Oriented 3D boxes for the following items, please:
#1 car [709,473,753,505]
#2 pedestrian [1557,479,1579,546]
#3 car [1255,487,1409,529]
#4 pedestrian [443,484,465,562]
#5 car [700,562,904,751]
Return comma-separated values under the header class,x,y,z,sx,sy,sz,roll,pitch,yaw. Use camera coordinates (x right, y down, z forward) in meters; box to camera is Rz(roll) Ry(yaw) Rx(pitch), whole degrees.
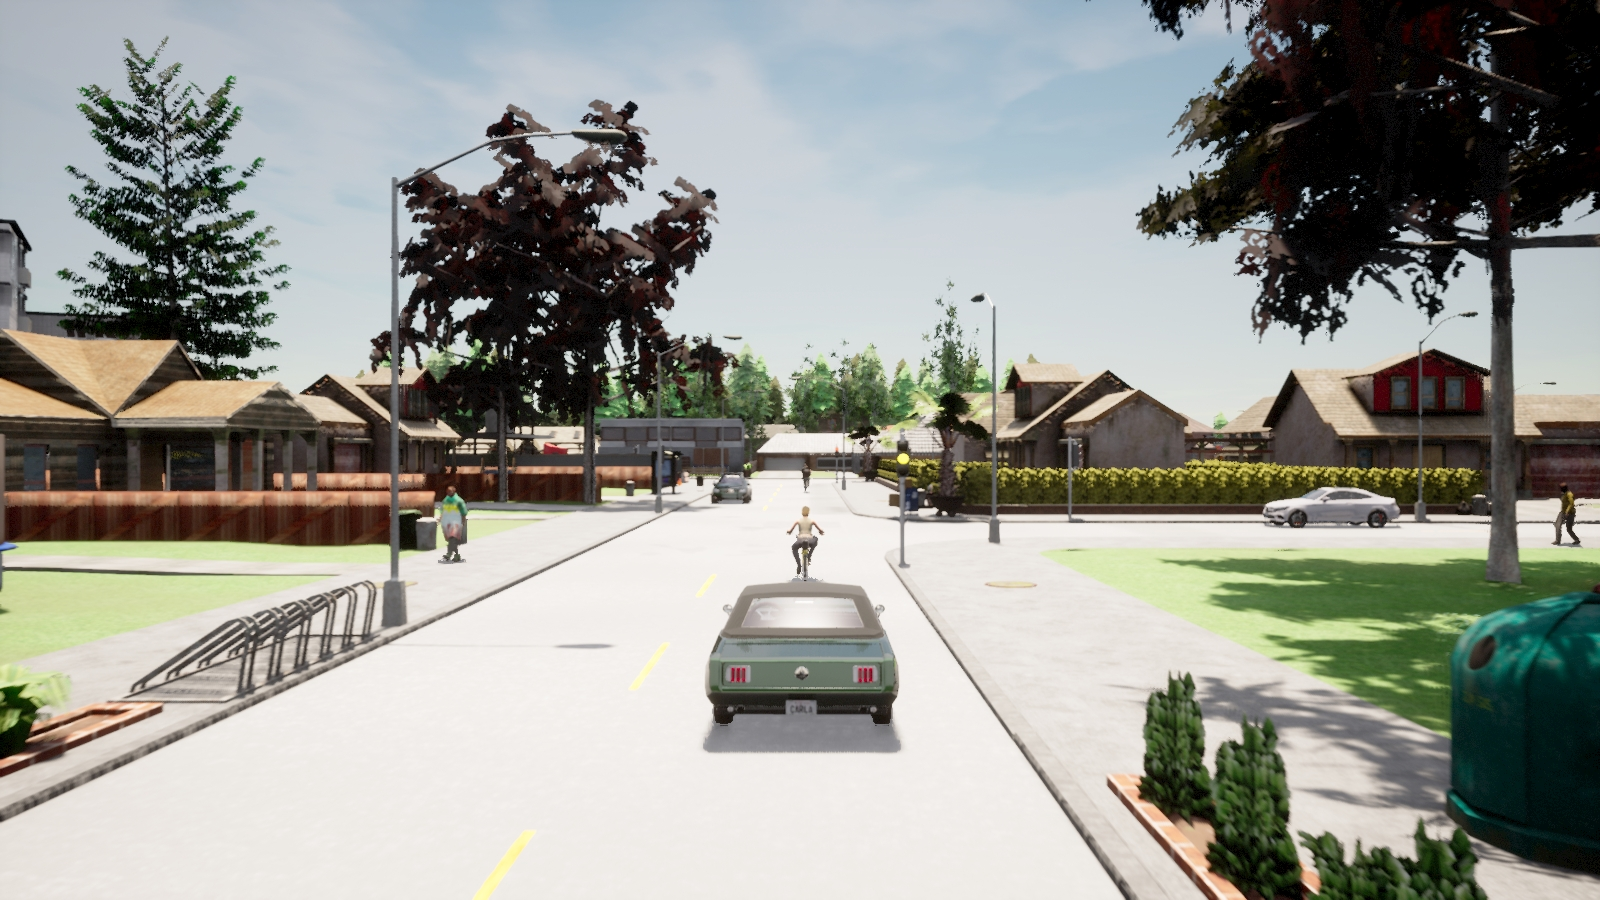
class,x,y,z,sx,sy,sz,roll,pitch,yaw
car,-3.636,2.048,61.202,2.038,1.542,4.974,0,0,0
pedestrian,21.607,1.748,32.158,0.375,1.860,0.375,0,0,0
car,19.374,2.088,41.751,4.674,1.442,2.002,0,0,0
pedestrian,-8.329,1.748,27.511,0.375,1.860,0.375,0,0,12
car,0.041,2.157,13.013,1.895,1.301,4.718,0,0,1
